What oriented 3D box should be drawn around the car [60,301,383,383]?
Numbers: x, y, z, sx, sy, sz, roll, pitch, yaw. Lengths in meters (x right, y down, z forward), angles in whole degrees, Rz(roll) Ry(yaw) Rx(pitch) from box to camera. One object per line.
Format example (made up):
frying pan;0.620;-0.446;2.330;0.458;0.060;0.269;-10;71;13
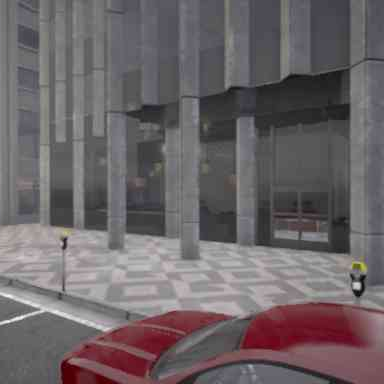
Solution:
car;0.864;1.539;2.352;4.507;1.381;1.887;0;0;35
